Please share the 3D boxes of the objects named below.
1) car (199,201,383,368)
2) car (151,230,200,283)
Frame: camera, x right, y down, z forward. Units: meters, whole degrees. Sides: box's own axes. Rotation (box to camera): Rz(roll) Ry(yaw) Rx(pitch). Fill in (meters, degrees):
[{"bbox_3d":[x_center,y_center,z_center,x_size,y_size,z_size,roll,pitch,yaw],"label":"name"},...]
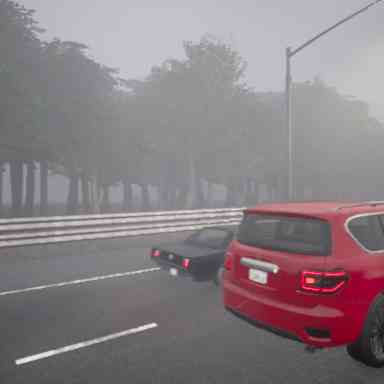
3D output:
[{"bbox_3d":[3.048,1.178,5.929,5.566,2.045,2.150,-1,0,-36],"label":"car"},{"bbox_3d":[1.370,1.554,9.031,4.718,1.301,1.895,-1,0,-36],"label":"car"}]
